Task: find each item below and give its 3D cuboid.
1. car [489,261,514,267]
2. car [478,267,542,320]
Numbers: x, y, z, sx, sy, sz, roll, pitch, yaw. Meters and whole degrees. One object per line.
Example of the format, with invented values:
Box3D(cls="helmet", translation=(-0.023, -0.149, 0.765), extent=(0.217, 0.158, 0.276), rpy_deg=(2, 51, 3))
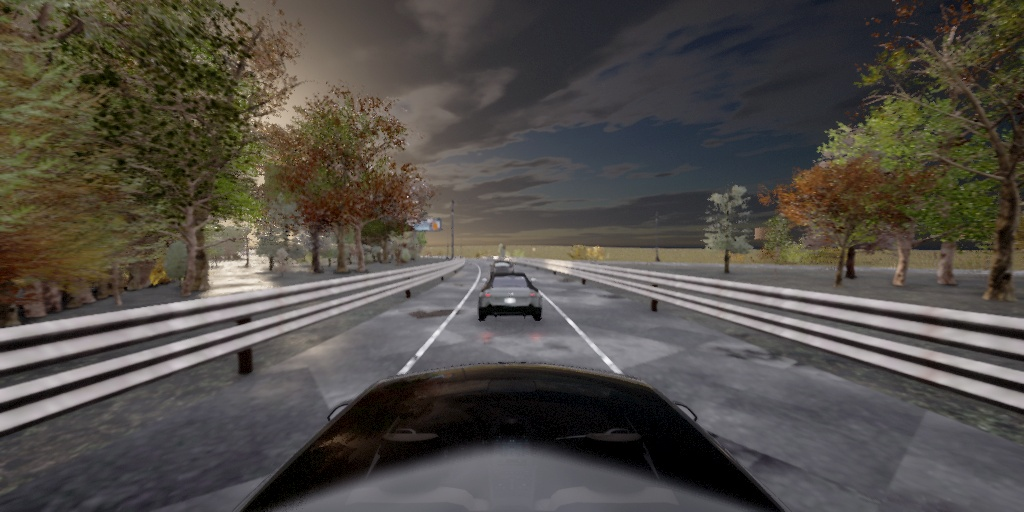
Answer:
Box3D(cls="car", translation=(-0.794, 1.079, 28.146), extent=(1.812, 1.442, 4.674), rpy_deg=(0, 0, -3))
Box3D(cls="car", translation=(-0.099, 1.233, 12.248), extent=(1.994, 1.385, 4.181), rpy_deg=(0, 0, -1))
